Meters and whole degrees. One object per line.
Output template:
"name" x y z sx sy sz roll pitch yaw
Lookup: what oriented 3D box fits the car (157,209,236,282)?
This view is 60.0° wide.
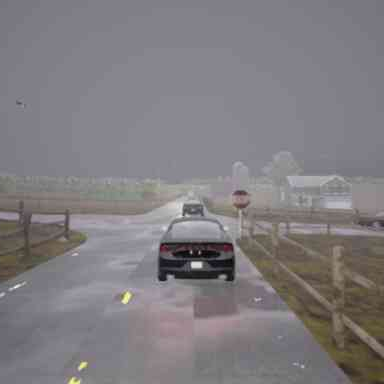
"car" 0.099 1.454 9.711 1.882 1.535 5.008 0 0 0

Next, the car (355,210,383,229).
"car" 15.298 2.102 25.720 5.008 1.535 1.882 2 1 -1

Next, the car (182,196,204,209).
"car" 0.096 1.431 31.877 1.882 1.535 5.008 0 0 0
